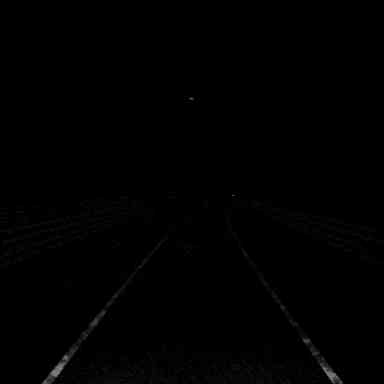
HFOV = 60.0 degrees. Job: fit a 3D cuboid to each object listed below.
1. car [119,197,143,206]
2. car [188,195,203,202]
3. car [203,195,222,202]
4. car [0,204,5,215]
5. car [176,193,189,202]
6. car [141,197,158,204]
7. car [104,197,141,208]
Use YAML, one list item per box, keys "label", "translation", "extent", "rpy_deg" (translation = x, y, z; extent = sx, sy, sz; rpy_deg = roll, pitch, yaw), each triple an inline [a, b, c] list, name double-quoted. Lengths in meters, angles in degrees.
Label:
- label: "car"
  translation: [-10.049, 1.525, 55.203]
  extent: [1.895, 1.301, 4.718]
  rpy_deg: [0, 0, 19]
- label: "car"
  translation: [1.390, 1.474, 77.647]
  extent: [1.882, 1.535, 5.008]
  rpy_deg: [0, 0, 19]
- label: "car"
  translation: [4.710, 1.486, 76.541]
  extent: [1.882, 1.535, 5.008]
  rpy_deg: [0, 0, 19]
- label: "car"
  translation: [-18.849, 1.342, 29.662]
  extent: [1.837, 1.490, 4.892]
  rpy_deg: [0, 0, 19]
- label: "car"
  translation: [-1.888, 1.210, 78.877]
  extent: [2.150, 2.045, 5.566]
  rpy_deg: [0, 0, 19]
- label: "car"
  translation: [-7.074, 1.482, 53.093]
  extent: [2.033, 1.411, 5.357]
  rpy_deg: [0, 0, 19]
- label: "car"
  translation: [-8.319, 1.390, 38.733]
  extent: [2.128, 1.511, 4.902]
  rpy_deg: [0, 0, 19]
